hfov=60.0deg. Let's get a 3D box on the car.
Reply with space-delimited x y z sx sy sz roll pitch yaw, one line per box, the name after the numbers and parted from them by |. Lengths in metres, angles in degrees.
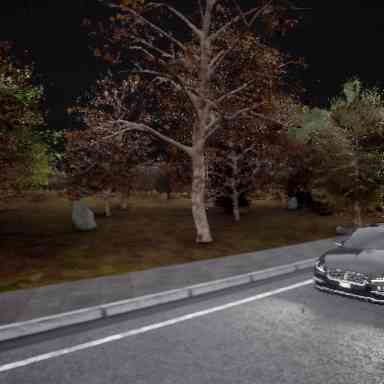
4.763 1.504 7.829 4.892 1.490 1.837 0 0 -39 | car
